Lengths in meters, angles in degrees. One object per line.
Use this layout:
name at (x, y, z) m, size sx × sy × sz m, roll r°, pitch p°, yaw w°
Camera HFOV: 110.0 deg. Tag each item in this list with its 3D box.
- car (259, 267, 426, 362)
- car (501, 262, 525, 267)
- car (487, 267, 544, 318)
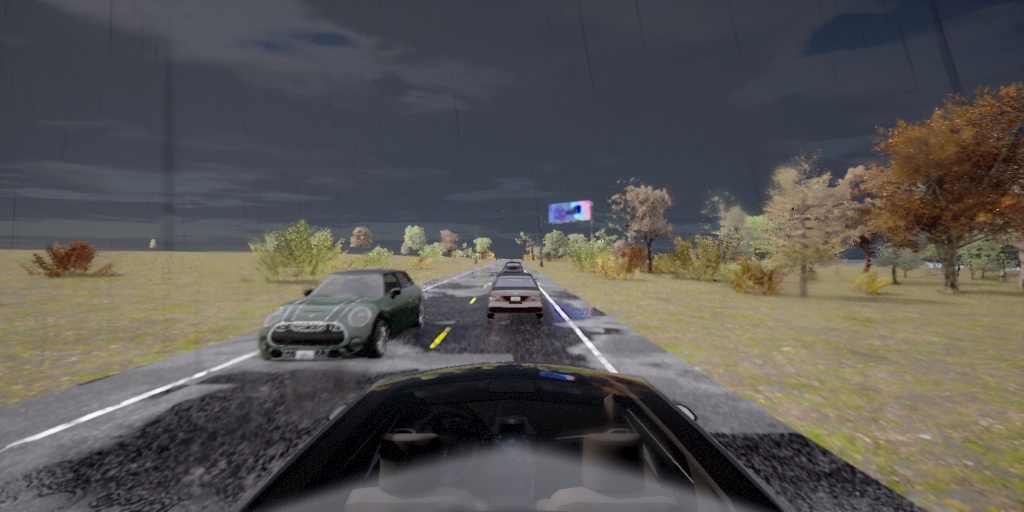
car at (-3.543, 1.103, 8.411) m, size 2.097 × 1.767 × 4.553 m, roll 0°, pitch 0°, yaw 0°
car at (0.104, 1.267, 32.361) m, size 1.837 × 1.490 × 4.892 m, roll 0°, pitch 0°, yaw 0°
car at (0.102, 1.301, 13.018) m, size 2.033 × 1.411 × 5.357 m, roll 0°, pitch 0°, yaw 0°
